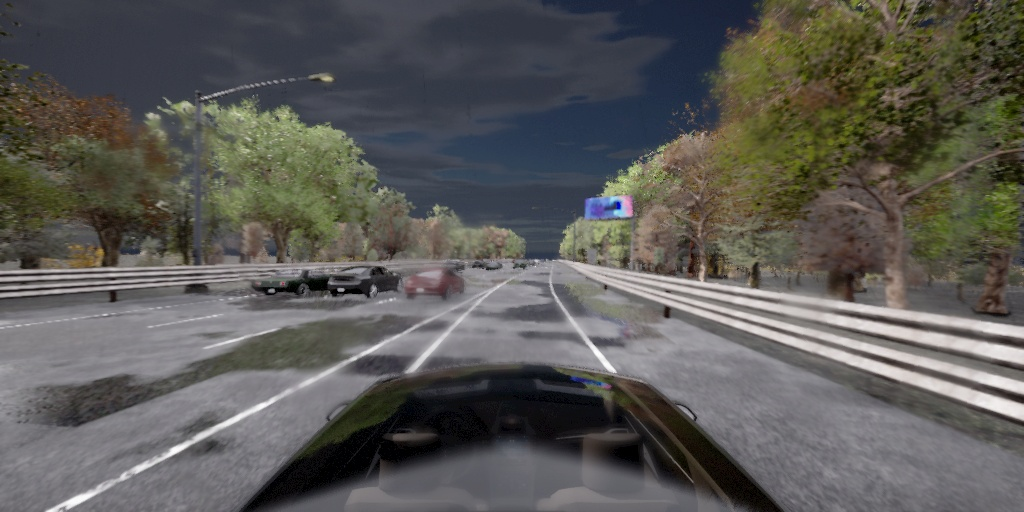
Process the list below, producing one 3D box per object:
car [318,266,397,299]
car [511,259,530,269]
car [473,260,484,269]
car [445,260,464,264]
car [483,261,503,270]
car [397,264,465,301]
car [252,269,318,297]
[{"bbox_3d":[-7.045,1.227,17.775,1.837,1.490,4.892,1,0,7],"label":"car"},{"bbox_3d":[1.486,1.297,60.686,2.097,1.767,4.553,1,0,7],"label":"car"},{"bbox_3d":[-5.447,1.390,61.619,1.837,1.490,4.892,1,0,7],"label":"car"},{"bbox_3d":[-7.305,1.304,45.727,2.128,1.511,4.902,1,0,7],"label":"car"},{"bbox_3d":[-2.677,1.452,55.216,1.994,1.385,4.181,1,0,7],"label":"car"},{"bbox_3d":[-3.582,1.278,17.315,1.812,1.442,4.674,0,0,7],"label":"car"},{"bbox_3d":[-10.513,1.290,18.268,1.895,1.301,4.718,1,0,7],"label":"car"}]
